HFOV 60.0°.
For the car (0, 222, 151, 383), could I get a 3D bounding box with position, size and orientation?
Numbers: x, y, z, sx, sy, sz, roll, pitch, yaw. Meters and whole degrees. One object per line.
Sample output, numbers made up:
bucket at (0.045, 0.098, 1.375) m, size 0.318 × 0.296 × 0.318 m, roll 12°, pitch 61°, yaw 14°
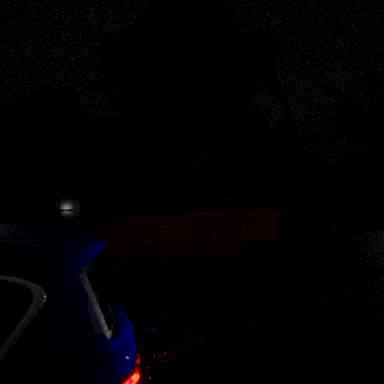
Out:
car at (-2.787, 1.233, 1.011) m, size 5.566 × 2.045 × 2.150 m, roll 0°, pitch 0°, yaw -36°
